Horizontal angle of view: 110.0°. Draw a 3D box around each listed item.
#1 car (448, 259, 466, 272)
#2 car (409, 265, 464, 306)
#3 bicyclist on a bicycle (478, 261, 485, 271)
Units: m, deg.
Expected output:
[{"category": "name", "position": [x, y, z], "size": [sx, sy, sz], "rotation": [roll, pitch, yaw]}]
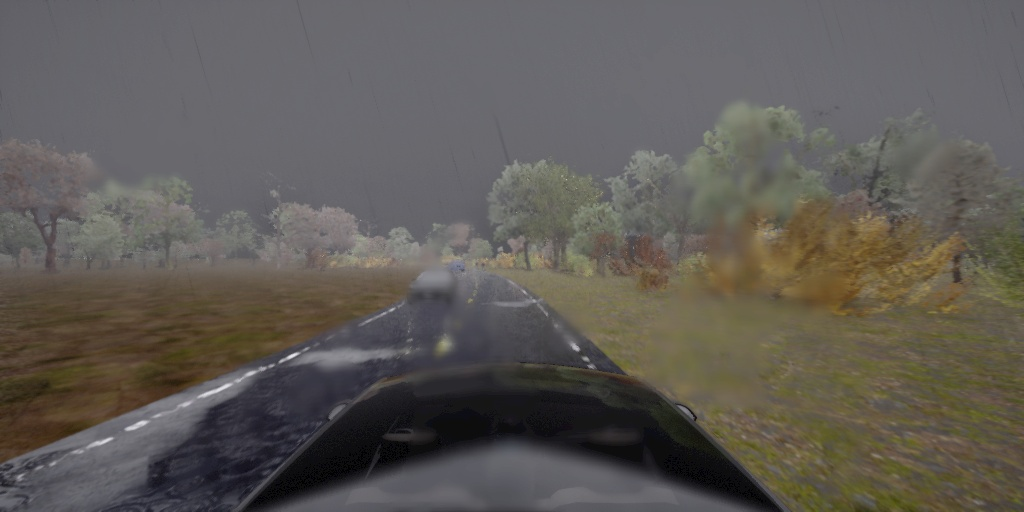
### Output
[{"category": "car", "position": [-8.862, 1.588, 58.771], "size": [2.150, 2.045, 5.566], "rotation": [0, -1, -11]}, {"category": "car", "position": [-3.579, 1.404, 17.238], "size": [1.882, 1.535, 5.008], "rotation": [0, -1, -3]}, {"category": "bicyclist on a bicycle", "position": [-4.636, 1.709, 57.436], "size": [0.659, 1.776, 1.843], "rotation": [0, 0, -11]}]
